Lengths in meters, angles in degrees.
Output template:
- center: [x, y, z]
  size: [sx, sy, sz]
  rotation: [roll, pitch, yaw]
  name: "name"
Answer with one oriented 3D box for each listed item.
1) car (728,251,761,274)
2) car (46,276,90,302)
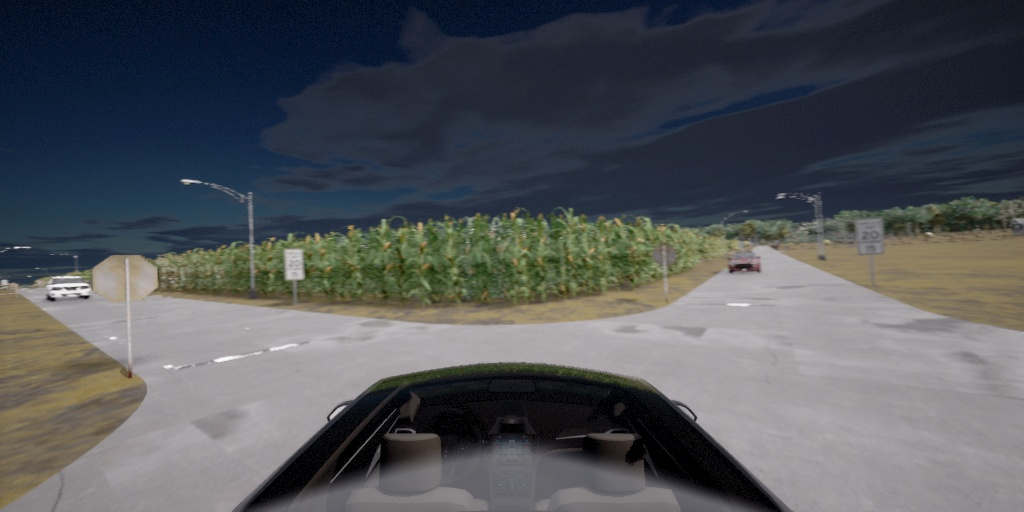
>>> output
- center: [18.436, 0.421, 28.437]
  size: [2.097, 1.767, 4.553]
  rotation: [-4, -1, 35]
  name: "car"
- center: [-39.082, 2.817, 31.549]
  size: [5.566, 2.045, 2.150]
  rotation: [-3, -1, 35]
  name: "car"
